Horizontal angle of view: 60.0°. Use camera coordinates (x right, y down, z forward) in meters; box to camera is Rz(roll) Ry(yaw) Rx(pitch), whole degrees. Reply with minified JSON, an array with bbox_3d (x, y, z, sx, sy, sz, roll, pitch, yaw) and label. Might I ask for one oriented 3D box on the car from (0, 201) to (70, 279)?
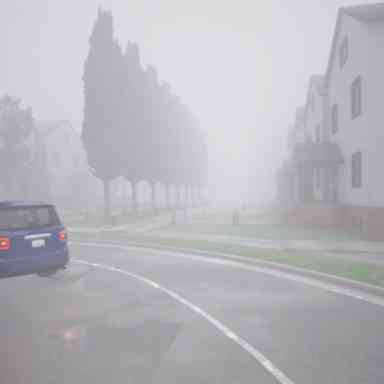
[{"bbox_3d":[-5.702,1.262,9.017,5.566,2.045,2.150,0,0,34],"label":"car"}]
